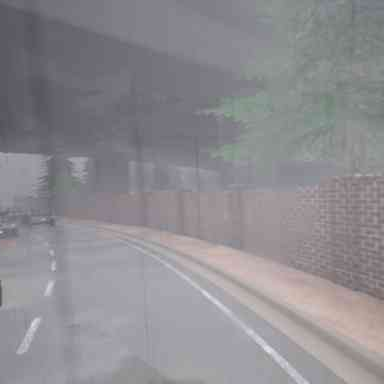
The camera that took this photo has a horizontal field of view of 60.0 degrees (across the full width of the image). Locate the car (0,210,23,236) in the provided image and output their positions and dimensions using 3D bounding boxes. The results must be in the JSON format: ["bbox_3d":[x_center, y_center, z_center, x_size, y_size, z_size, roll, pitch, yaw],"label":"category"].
[{"bbox_3d":[-12.426,2.096,21.273,1.895,1.301,4.718,0,-1,-35],"label":"car"}]

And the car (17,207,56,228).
[{"bbox_3d":[-12.771,2.148,27.505,1.994,1.385,4.181,0,-1,-37],"label":"car"}]

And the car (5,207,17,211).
[{"bbox_3d":[-19.398,2.358,36.076,2.033,1.411,5.357,0,-1,-38],"label":"car"}]

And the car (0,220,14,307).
[{"bbox_3d":[-4.269,1.483,4.398,2.097,1.767,4.553,-1,-1,-12],"label":"car"}]
